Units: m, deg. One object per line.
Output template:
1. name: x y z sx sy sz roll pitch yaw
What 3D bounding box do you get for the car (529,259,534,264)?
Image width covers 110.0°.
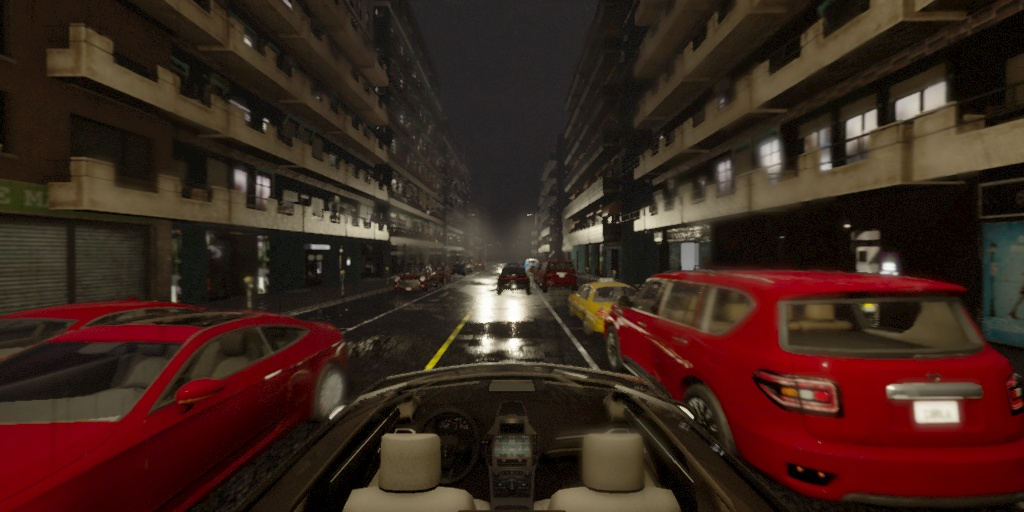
1. car: 2.701 1.185 27.380 2.192 1.841 5.009 0 0 0

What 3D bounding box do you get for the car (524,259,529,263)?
1. car: 2.708 1.481 44.604 1.751 1.417 4.829 0 0 0

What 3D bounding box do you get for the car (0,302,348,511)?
1. car: -3.100 1.282 3.084 1.812 1.442 4.674 0 0 0

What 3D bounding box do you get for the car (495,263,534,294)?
1. car: 0.105 1.347 21.173 1.837 1.490 4.892 0 0 0

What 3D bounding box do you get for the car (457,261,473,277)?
1. car: -5.675 1.493 38.757 1.948 1.339 4.313 0 0 0

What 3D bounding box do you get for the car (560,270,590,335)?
1. car: 2.694 1.315 10.496 1.751 1.417 4.829 0 0 0

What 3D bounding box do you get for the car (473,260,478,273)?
1. car: -5.673 1.522 44.441 1.948 1.339 4.313 0 0 0

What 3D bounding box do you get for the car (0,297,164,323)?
1. car: -5.690 1.309 4.649 1.888 1.381 4.507 0 0 0

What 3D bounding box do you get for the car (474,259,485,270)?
1. car: -5.666 1.361 61.495 2.192 1.841 5.009 0 0 0

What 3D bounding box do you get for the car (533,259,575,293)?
1. car: 2.698 1.157 21.696 2.192 1.841 5.009 0 0 0

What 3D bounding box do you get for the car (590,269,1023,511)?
1. car: 2.691 1.078 4.642 2.192 1.841 5.009 0 0 0

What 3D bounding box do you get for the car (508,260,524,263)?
1. car: 0.117 1.421 42.147 1.882 1.535 5.008 0 0 0

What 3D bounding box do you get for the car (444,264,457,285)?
1. car: -5.680 1.416 27.387 1.888 1.381 4.507 0 0 0

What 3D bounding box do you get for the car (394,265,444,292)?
1. car: -5.683 1.283 21.703 1.967 1.591 4.097 0 0 0
